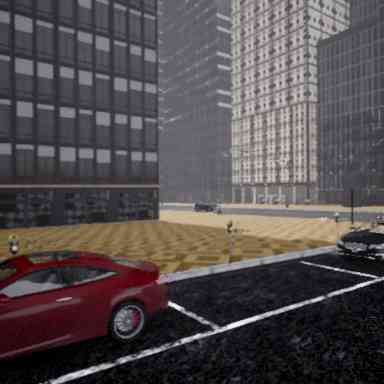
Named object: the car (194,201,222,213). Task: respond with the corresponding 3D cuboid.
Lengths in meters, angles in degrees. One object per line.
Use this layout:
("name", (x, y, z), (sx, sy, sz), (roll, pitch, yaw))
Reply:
("car", (2.182, 2.082, 47.178), (2.128, 1.511, 4.902), (-1, -1, -35))

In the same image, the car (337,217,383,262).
("car", (6.717, 1.542, 11.353), (4.403, 1.369, 2.008), (0, -1, -35))

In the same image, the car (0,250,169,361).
("car", (-2.338, 1.582, 4.900), (4.206, 1.307, 1.802), (0, -1, -35))
